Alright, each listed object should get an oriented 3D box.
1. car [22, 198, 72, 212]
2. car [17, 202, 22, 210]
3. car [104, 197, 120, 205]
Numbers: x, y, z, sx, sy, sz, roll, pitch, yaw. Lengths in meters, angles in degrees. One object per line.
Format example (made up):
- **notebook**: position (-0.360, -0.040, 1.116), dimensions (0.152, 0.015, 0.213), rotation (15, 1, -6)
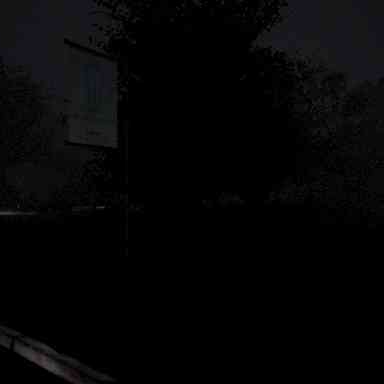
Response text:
- **car**: position (-16.512, 1.470, 38.652), dimensions (1.882, 1.535, 5.008), rotation (0, 0, 39)
- **car**: position (-18.976, 1.484, 41.176), dimensions (2.128, 1.511, 4.902), rotation (0, 0, 39)
- **car**: position (-11.171, 1.497, 51.100), dimensions (2.033, 1.411, 5.357), rotation (0, 0, 37)
